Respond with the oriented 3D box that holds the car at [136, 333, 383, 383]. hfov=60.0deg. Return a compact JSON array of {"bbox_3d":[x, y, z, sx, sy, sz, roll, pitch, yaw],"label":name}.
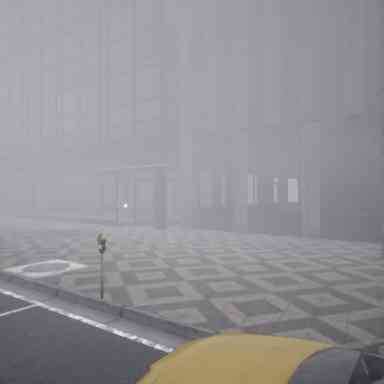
[{"bbox_3d":[1.637,1.525,1.915,4.829,1.417,1.752,0,0,36],"label":"car"}]
